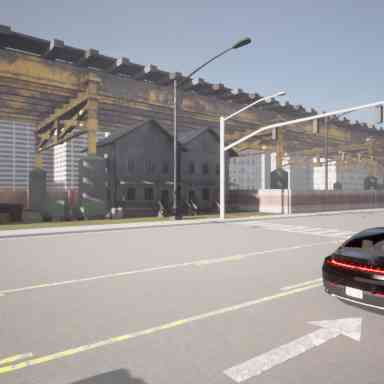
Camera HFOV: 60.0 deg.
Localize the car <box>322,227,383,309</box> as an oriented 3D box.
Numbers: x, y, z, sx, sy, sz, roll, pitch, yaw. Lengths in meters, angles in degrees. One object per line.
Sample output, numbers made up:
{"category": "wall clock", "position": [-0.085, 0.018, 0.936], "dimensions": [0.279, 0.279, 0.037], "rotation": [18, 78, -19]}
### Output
{"category": "car", "position": [4.801, 1.505, 7.184], "dimensions": [4.892, 1.490, 1.837], "rotation": [0, 0, -35]}
